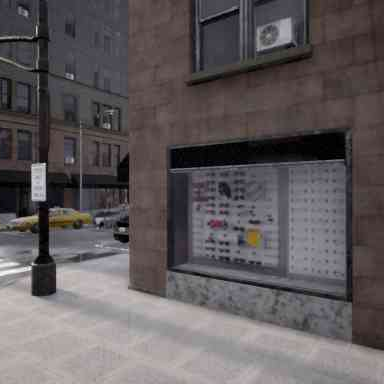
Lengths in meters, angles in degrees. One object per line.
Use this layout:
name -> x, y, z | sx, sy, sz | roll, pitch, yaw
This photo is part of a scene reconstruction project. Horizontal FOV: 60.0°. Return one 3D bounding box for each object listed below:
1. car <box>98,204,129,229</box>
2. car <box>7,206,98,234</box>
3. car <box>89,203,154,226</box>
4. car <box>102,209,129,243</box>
car -> -4.016, 1.513, 21.275 | 2.128, 1.511, 4.902 | 0, 0, 35
car -> -8.250, 1.555, 19.711 | 1.752, 1.417, 4.829 | 0, 0, 35
car -> -5.008, 1.584, 24.256 | 2.008, 1.369, 4.403 | 0, 0, 35
car -> -1.622, 1.561, 15.182 | 1.947, 1.339, 4.313 | 0, 0, 35
